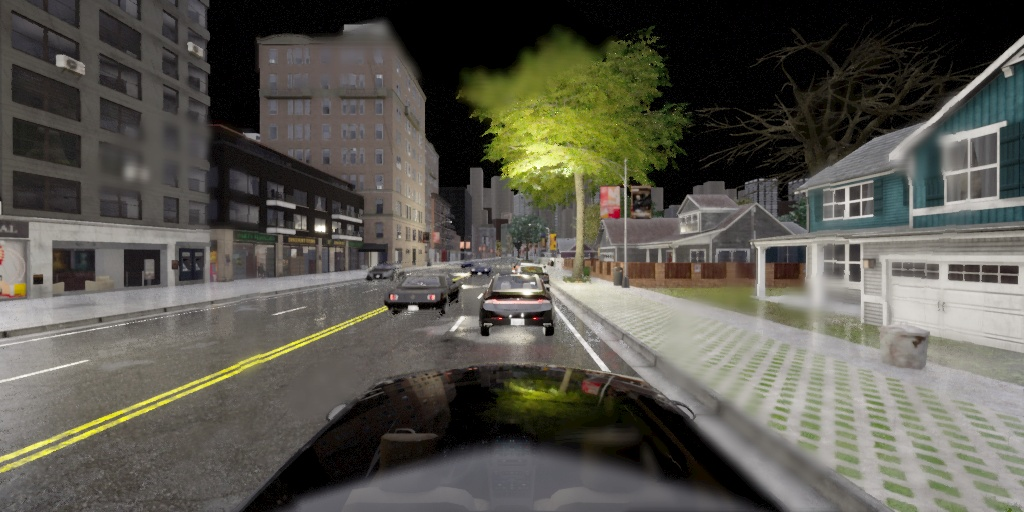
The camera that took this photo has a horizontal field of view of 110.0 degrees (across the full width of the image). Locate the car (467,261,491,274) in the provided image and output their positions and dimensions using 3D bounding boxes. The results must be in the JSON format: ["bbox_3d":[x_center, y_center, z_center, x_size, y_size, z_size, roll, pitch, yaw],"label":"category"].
[{"bbox_3d":[-3.024,1.326,35.973,1.895,1.301,4.718,0,0,0],"label":"car"}]

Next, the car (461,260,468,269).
[{"bbox_3d":[-6.405,1.310,52.887,1.895,1.301,4.718,0,0,0],"label":"car"}]

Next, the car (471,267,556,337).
[{"bbox_3d":[0.130,1.239,10.333,2.128,1.511,4.902,0,0,0],"label":"car"}]

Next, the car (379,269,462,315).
[{"bbox_3d":[-3.108,1.346,13.560,1.895,1.301,4.718,0,0,0],"label":"car"}]

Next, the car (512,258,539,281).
[{"bbox_3d":[1.080,1.082,30.443,2.097,1.767,4.553,0,0,0],"label":"car"}]

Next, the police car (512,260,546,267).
[{"bbox_3d":[1.044,1.165,20.583,1.930,1.638,5.238,0,0,0],"label":"police car"}]

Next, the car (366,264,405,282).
[{"bbox_3d":[-9.754,1.297,28.056,1.994,1.385,4.181,0,0,0],"label":"car"}]
